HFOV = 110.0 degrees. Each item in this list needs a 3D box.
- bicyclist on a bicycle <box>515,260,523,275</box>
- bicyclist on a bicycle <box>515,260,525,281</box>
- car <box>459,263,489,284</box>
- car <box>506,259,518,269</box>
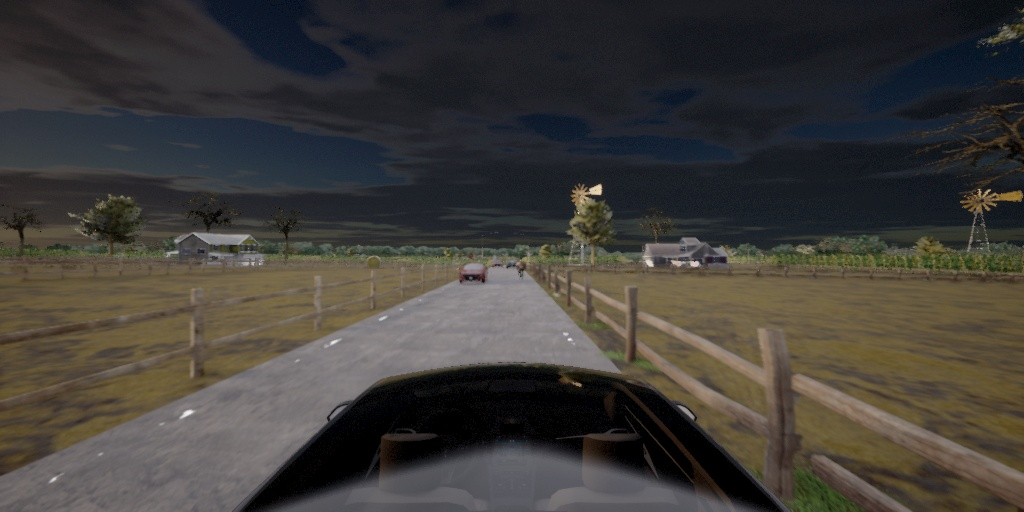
[{"bbox_3d":[0.779,1.264,39.548,0.866,1.612,1.509,0,0,0],"label":"bicyclist on a bicycle"},{"bbox_3d":[0.758,1.227,28.566,0.582,1.620,1.656,0,-1,0],"label":"bicyclist on a bicycle"},{"bbox_3d":[-2.844,1.249,27.347,1.882,1.535,5.008,0,0,0],"label":"car"},{"bbox_3d":[0.057,1.364,64.070,2.097,1.767,4.553,0,-1,1],"label":"car"}]
